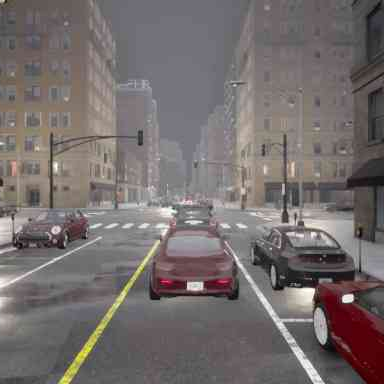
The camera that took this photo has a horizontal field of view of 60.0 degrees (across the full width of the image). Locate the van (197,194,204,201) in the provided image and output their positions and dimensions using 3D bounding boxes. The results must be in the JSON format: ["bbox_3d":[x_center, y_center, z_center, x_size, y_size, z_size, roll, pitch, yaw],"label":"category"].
[{"bbox_3d":[2.080,1.481,85.773,1.690,1.788,3.998,0,0,-1],"label":"van"}]

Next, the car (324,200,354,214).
[{"bbox_3d":[17.186,1.659,37.227,4.674,1.442,1.812,0,0,0],"label":"car"}]

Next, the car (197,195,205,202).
[{"bbox_3d":[2.141,1.559,80.265,1.967,1.590,4.097,0,0,-1],"label":"car"}]

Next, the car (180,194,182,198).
[{"bbox_3d":[-3.408,1.604,67.325,1.812,1.442,4.674,0,0,0],"label":"car"}]

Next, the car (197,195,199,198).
[{"bbox_3d":[2.388,1.622,58.238,1.947,1.339,4.313,0,0,-1],"label":"car"}]

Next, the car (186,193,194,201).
[{"bbox_3d":[-0.642,1.383,90.177,2.150,2.045,5.566,0,0,-1],"label":"car"}]

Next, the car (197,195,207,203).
[{"bbox_3d":[2.203,1.540,74.759,1.967,1.590,4.097,0,0,-1],"label":"car"}]

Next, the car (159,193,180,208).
[{"bbox_3d":[-3.254,1.390,48.523,2.097,1.767,4.553,0,0,-1],"label":"car"}]

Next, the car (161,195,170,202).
[{"bbox_3d":[-6.384,1.558,80.178,1.967,1.590,4.097,0,0,-1],"label":"car"}]

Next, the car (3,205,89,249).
[{"bbox_3d":[-5.874,1.445,14.278,1.967,1.590,4.097,0,0,0],"label":"car"}]

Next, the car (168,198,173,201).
[{"bbox_3d":[-0.006,1.621,37.089,4.718,1.301,1.895,0,0,0],"label":"car"}]

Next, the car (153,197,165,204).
[{"bbox_3d":[-6.199,1.613,63.655,1.887,1.381,4.507,0,0,-1],"label":"car"}]

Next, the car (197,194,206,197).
[{"bbox_3d":[2.324,1.595,63.915,1.752,1.417,4.829,0,0,-1],"label":"car"}]

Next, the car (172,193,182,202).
[{"bbox_3d":[-3.504,1.336,77.855,2.150,2.045,5.566,0,0,-1],"label":"car"}]

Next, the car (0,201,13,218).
[{"bbox_3d":[-17.339,1.252,27.016,4.553,1.767,2.097,0,0,0],"label":"car"}]

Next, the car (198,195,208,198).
[{"bbox_3d":[2.449,1.590,52.731,1.887,1.381,4.507,0,0,-1],"label":"car"}]

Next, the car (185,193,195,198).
[{"bbox_3d":[-0.521,1.341,79.459,2.150,2.045,5.566,0,0,-1],"label":"car"}]

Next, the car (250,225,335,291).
[{"bbox_3d":[2.660,1.553,8.805,2.008,1.369,4.403,0,0,0],"label":"car"}]

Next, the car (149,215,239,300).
[{"bbox_3d":[0.022,1.528,8.290,1.812,1.442,4.674,0,0,-1],"label":"car"}]

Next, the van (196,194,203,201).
[{"bbox_3d":[2.018,1.503,91.279,1.690,1.788,3.998,0,0,-1],"label":"van"}]

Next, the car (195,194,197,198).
[{"bbox_3d":[2.265,1.399,69.252,2.192,1.841,5.009,0,0,-1],"label":"car"}]

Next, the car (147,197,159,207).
[{"bbox_3d":[-6.075,1.595,52.639,2.008,1.369,4.403,0,0,-1],"label":"car"}]

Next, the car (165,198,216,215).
[{"bbox_3d":[0.071,1.358,15.647,2.097,1.767,4.553,0,0,0],"label":"car"}]

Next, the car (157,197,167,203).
[{"bbox_3d":[-6.261,1.665,69.162,1.802,1.307,4.206,0,0,-1],"label":"car"}]

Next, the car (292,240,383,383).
[{"bbox_3d":[2.670,1.545,3.313,1.887,1.381,4.507,0,0,0],"label":"car"}]
